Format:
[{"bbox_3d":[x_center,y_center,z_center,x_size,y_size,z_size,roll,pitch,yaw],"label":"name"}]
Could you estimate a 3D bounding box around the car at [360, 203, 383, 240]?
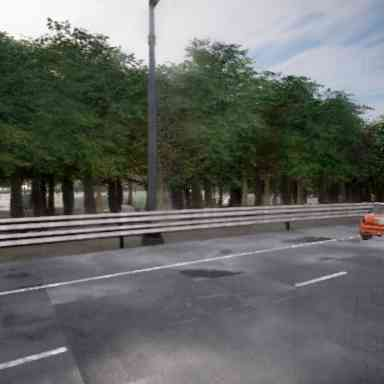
[{"bbox_3d":[9.636,1.258,15.020,4.553,1.767,2.097,0,0,-35],"label":"car"}]
